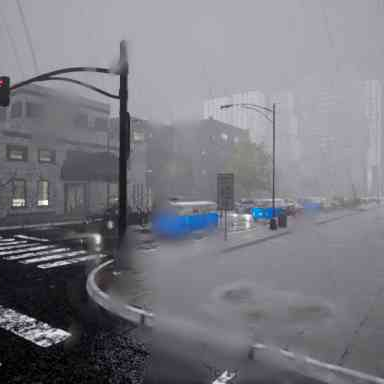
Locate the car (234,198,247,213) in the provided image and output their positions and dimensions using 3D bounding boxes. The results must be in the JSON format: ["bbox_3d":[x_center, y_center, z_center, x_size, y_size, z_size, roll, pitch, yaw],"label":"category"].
[{"bbox_3d":[6.491,1.604,37.084,1.812,1.442,4.674,1,0,35],"label":"car"}]

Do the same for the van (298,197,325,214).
[{"bbox_3d":[12.584,1.469,35.718,1.690,1.788,3.998,0,0,35],"label":"van"}]

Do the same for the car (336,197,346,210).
[{"bbox_3d":[18.920,1.729,44.761,1.947,1.339,4.313,0,0,35],"label":"car"}]

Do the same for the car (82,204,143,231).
[{"bbox_3d":[-4.653,1.528,21.207,1.837,1.490,4.892,1,0,35],"label":"car"}]

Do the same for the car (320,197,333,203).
[{"bbox_3d":[31.080,1.792,76.717,1.947,1.339,4.313,0,0,35],"label":"car"}]

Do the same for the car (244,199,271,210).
[{"bbox_3d":[8.899,1.628,45.064,1.887,1.381,4.507,0,0,35],"label":"car"}]

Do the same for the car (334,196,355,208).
[{"bbox_3d":[22.091,1.497,49.284,2.192,1.841,5.009,0,0,35],"label":"car"}]

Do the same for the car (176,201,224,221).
[{"bbox_3d":[0.810,1.554,29.001,1.837,1.490,4.892,1,0,35],"label":"car"}]

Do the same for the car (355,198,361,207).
[{"bbox_3d":[25.260,1.516,53.807,2.192,1.841,5.009,0,0,35],"label":"car"}]

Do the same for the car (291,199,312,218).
[{"bbox_3d":[9.414,1.655,31.195,1.887,1.381,4.507,0,0,35],"label":"car"}]

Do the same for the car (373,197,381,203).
[{"bbox_3d":[44.271,1.899,80.938,1.947,1.339,4.313,0,0,35],"label":"car"}]

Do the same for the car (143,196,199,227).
[{"bbox_3d":[-0.352,1.277,21.689,2.150,2.045,5.566,0,0,35],"label":"car"}]

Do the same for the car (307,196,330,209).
[{"bbox_3d":[18.754,1.507,49.030,2.097,1.767,4.553,1,0,35],"label":"car"}]

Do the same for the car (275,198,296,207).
[{"bbox_3d":[15.237,1.665,54.107,1.887,1.381,4.507,0,0,35],"label":"car"}]

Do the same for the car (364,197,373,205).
[{"bbox_3d":[34.764,1.809,67.372,1.887,1.381,4.507,0,0,35],"label":"car"}]

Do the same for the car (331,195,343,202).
[{"bbox_3d":[37.418,1.712,85.761,1.967,1.590,4.097,0,0,35],"label":"car"}]

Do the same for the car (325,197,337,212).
[{"bbox_3d":[15.850,1.671,40.379,1.752,1.417,4.829,0,0,35],"label":"car"}]

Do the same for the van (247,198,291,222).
[{"bbox_3d":[6.246,1.436,26.674,1.690,1.788,3.998,0,0,35],"label":"van"}]

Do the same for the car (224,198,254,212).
[{"bbox_3d":[5.732,1.506,40.542,1.967,1.590,4.097,0,0,35],"label":"car"}]

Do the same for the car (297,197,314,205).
[{"bbox_3d":[21.574,1.705,63.151,1.887,1.381,4.507,0,0,35],"label":"car"}]

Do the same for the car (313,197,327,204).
[{"bbox_3d":[27.814,1.728,72.056,1.752,1.417,4.829,0,0,35],"label":"car"}]

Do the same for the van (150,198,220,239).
[{"bbox_3d":[-0.091,1.406,17.629,1.690,1.788,3.998,0,0,35],"label":"van"}]

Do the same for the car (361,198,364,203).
[{"bbox_3d":[28.525,1.748,58.467,1.752,1.417,4.829,0,0,35],"label":"car"}]
